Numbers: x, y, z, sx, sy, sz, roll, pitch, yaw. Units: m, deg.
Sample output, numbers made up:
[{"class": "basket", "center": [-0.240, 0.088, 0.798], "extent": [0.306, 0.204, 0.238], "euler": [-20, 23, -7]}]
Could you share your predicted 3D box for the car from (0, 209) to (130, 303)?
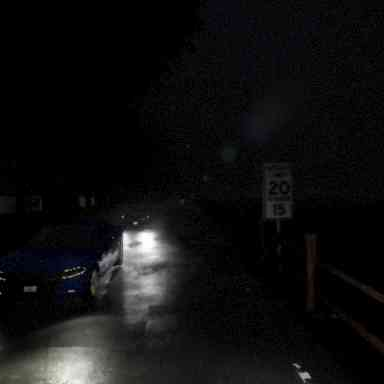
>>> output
[{"class": "car", "center": [-3.000, 1.449, 8.494], "extent": [1.882, 1.535, 5.008], "euler": [-1, 1, -2]}]

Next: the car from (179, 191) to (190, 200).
[{"class": "car", "center": [-1.677, 0.827, 75.829], "extent": [2.150, 2.045, 5.566], "euler": [-1, 0, -1]}]

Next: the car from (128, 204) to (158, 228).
[{"class": "car", "center": [-3.279, 1.477, 21.270], "extent": [1.895, 1.301, 4.718], "euler": [-1, 0, -1]}]
